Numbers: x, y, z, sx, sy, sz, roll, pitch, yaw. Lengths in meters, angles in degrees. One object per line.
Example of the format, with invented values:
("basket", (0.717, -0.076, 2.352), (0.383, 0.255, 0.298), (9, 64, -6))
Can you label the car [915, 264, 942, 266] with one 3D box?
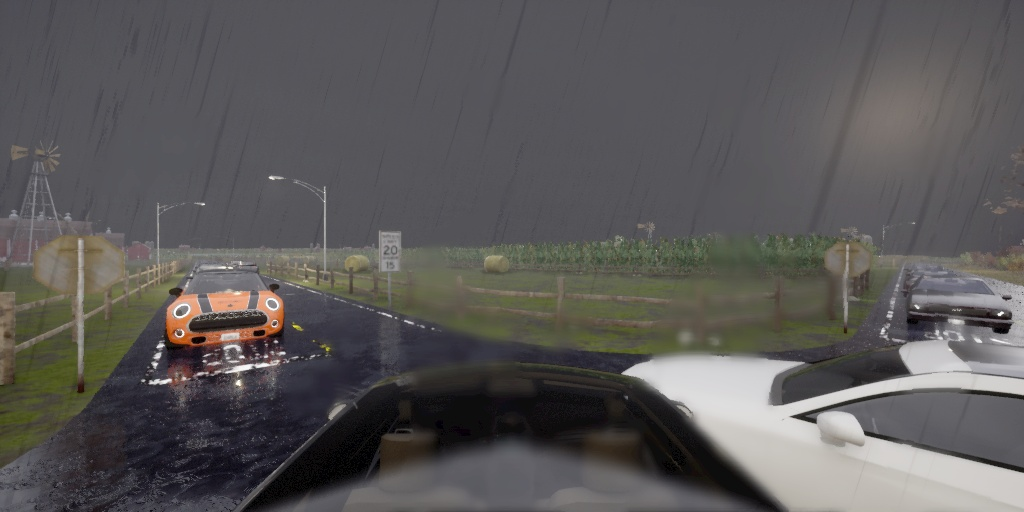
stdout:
("car", (28.690, 1.305, 24.777), (4.902, 1.511, 2.128), (0, 1, -42))

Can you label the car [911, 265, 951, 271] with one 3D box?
("car", (21.050, 1.361, 17.870), (4.181, 1.385, 1.994), (0, 1, -43))

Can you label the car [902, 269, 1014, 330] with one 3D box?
("car", (13.642, 1.333, 11.163), (5.357, 1.411, 2.033), (0, 1, -42))

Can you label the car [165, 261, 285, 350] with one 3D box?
("car", (-7.466, 1.137, 9.427), (2.097, 1.767, 4.553), (0, 0, -39))

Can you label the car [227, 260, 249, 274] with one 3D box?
("car", (-33.211, 1.269, 43.389), (1.837, 1.490, 4.892), (0, 0, -41))

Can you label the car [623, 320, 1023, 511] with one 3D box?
("car", (2.861, 1.293, 2.215), (1.812, 1.442, 4.674), (0, 1, -43))
